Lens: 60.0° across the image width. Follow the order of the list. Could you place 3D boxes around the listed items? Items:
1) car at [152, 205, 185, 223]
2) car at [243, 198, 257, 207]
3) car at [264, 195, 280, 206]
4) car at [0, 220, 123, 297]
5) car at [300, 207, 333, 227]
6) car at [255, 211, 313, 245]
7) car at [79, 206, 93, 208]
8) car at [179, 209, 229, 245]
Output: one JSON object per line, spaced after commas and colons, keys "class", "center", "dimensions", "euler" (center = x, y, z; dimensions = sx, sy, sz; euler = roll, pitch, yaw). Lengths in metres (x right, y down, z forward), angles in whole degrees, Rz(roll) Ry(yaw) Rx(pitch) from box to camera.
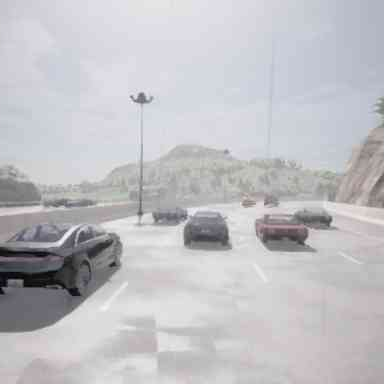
{"class": "car", "center": [-1.593, 1.650, 25.909], "dimensions": [1.895, 1.301, 4.718], "euler": [1, 0, 9]}
{"class": "car", "center": [10.359, 1.761, 59.413], "dimensions": [1.882, 1.535, 5.008], "euler": [0, 0, 21]}
{"class": "car", "center": [14.727, 1.563, 61.217], "dimensions": [2.150, 2.045, 5.566], "euler": [0, 0, 22]}
{"class": "car", "center": [-3.162, 1.476, 8.569], "dimensions": [2.128, 1.511, 4.902], "euler": [1, 0, 2]}
{"class": "car", "center": [8.869, 1.775, 24.660], "dimensions": [1.895, 1.301, 4.718], "euler": [1, 0, 9]}
{"class": "car", "center": [4.149, 1.694, 16.153], "dimensions": [1.895, 1.301, 4.718], "euler": [1, 0, 5]}
{"class": "car", "center": [-15.463, 1.494, 46.527], "dimensions": [2.033, 1.411, 5.357], "euler": [1, 0, 14]}
{"class": "car", "center": [0.757, 1.616, 15.933], "dimensions": [1.994, 1.385, 4.181], "euler": [1, 0, 6]}
